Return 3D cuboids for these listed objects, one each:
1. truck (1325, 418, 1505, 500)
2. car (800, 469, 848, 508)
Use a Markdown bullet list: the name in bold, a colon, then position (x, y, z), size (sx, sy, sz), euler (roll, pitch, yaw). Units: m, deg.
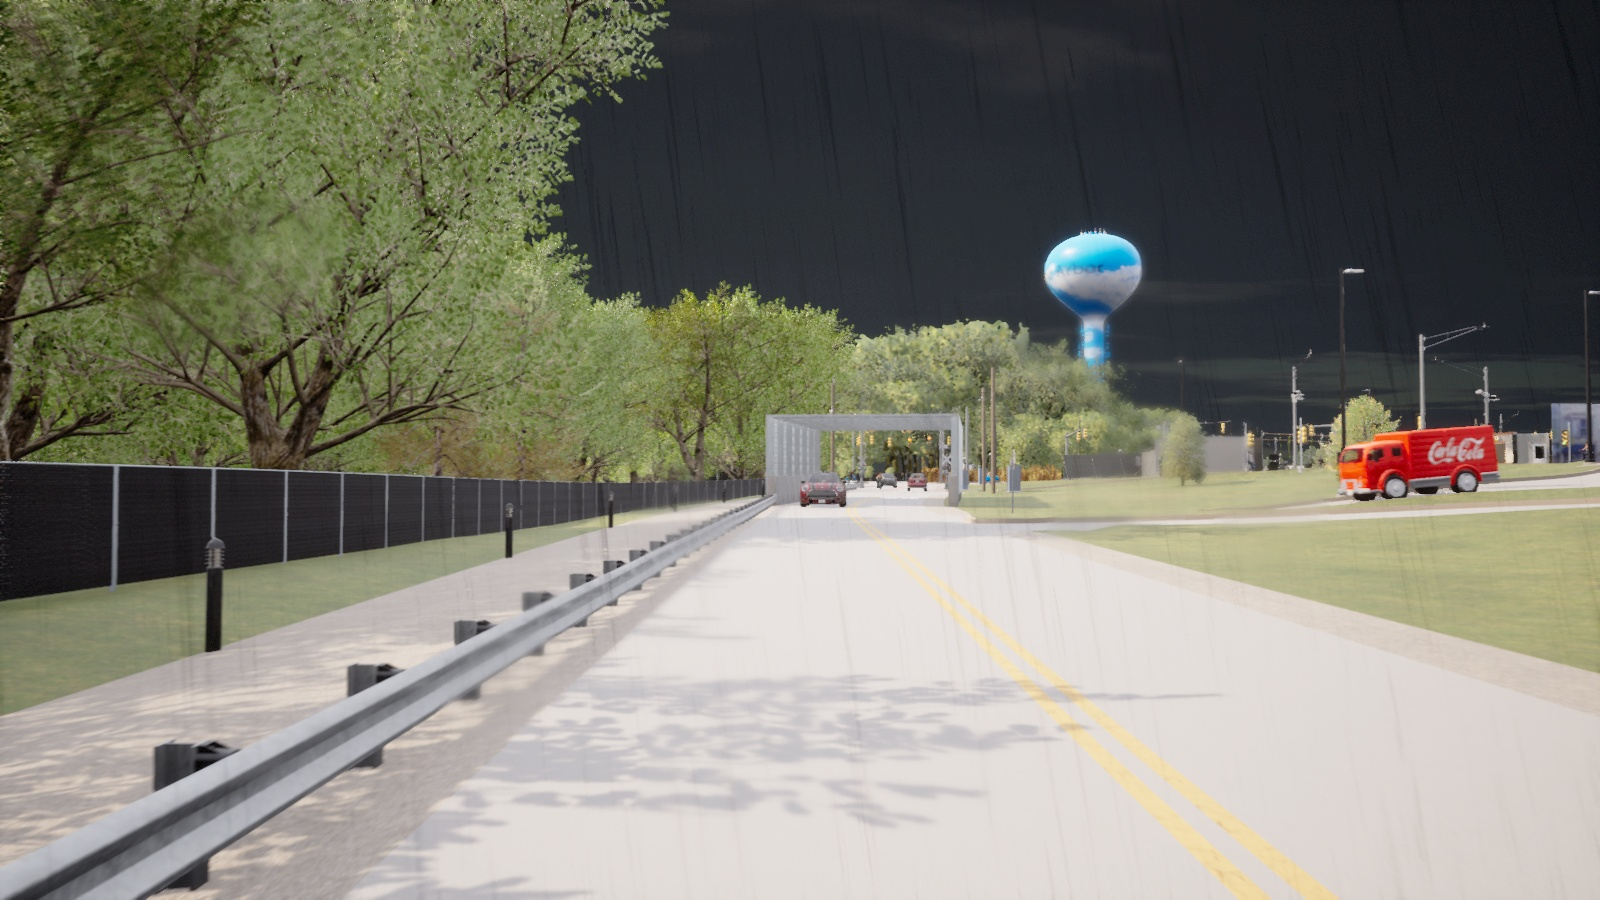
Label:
- **truck**: position (22.599, 0.356, 46.289), size (5.204, 2.467, 2.627), euler (-5, -1, -8)
- **car**: position (1.169, 1.801, 59.636), size (2.097, 1.767, 4.553), euler (0, -1, 3)
